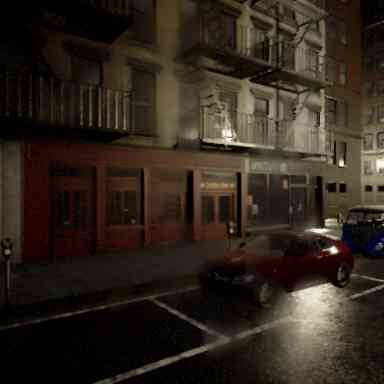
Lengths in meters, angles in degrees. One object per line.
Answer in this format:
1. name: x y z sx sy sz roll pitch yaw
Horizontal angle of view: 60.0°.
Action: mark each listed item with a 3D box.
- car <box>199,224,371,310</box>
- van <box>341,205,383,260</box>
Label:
1. car: 2.110 1.569 7.701 4.206 1.307 1.802 0 0 -36
2. van: 6.510 1.317 10.840 3.998 1.788 1.690 0 0 -36
